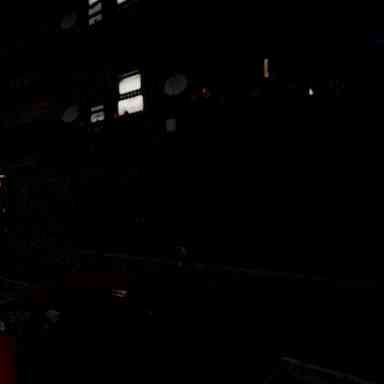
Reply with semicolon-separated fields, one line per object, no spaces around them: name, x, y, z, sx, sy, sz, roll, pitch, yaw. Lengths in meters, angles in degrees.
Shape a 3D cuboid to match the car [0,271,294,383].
car;-1.234;1.574;3.624;4.507;1.381;1.887;-1;-2;36
